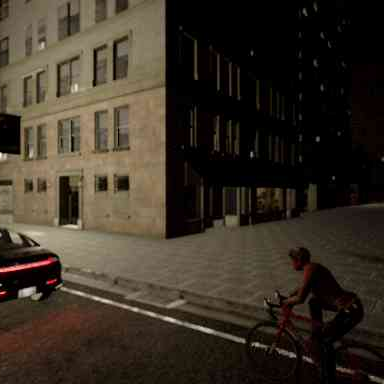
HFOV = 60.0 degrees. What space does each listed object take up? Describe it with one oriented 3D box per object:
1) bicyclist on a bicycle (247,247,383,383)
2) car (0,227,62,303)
[{"bbox_3d":[1.352,1.452,3.697,1.656,1.620,0.582,0,0,36],"label":"bicyclist on a bicycle"},{"bbox_3d":[-4.759,1.484,7.087,4.902,1.511,2.128,0,0,36],"label":"car"}]
